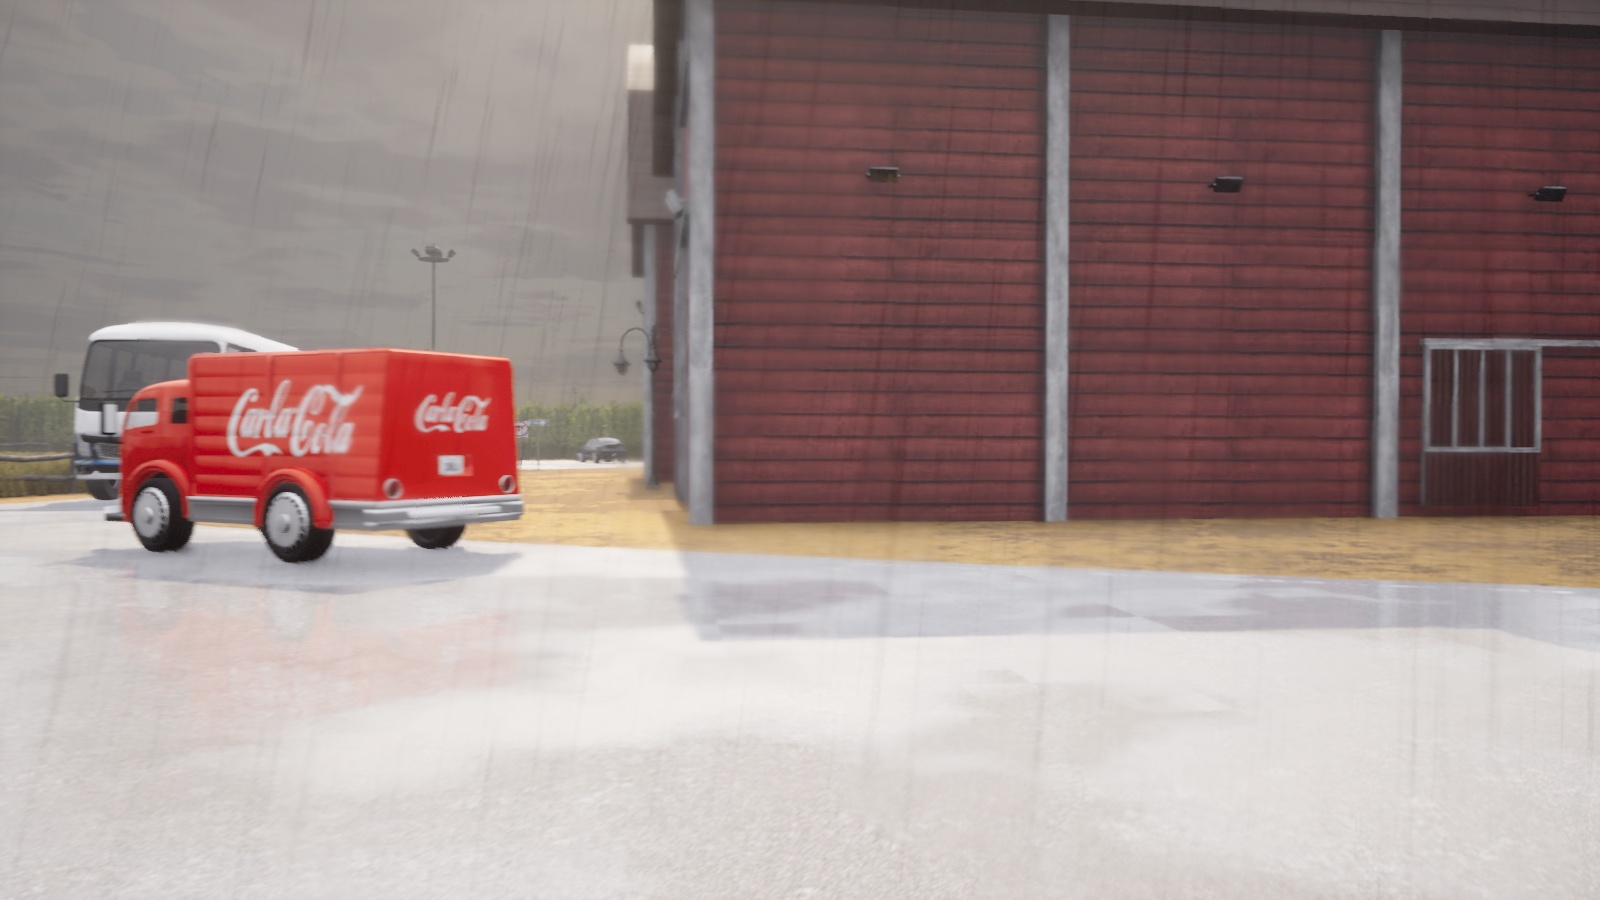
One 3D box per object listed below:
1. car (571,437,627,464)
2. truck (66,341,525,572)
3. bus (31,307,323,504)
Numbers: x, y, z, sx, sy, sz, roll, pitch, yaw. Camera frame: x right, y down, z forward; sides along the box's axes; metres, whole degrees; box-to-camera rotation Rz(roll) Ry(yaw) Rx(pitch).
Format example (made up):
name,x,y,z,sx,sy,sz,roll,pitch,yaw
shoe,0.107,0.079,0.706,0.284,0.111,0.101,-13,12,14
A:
name,x,y,z,sx,sy,sz,roll,pitch,yaw
car,-12.032,0.010,74.783,1.837,1.490,4.892,1,0,-27
truck,-6.365,0.041,15.802,5.204,2.467,2.627,1,1,28
bus,-15.468,-0.997,32.451,3.944,4.253,10.273,0,0,-10
